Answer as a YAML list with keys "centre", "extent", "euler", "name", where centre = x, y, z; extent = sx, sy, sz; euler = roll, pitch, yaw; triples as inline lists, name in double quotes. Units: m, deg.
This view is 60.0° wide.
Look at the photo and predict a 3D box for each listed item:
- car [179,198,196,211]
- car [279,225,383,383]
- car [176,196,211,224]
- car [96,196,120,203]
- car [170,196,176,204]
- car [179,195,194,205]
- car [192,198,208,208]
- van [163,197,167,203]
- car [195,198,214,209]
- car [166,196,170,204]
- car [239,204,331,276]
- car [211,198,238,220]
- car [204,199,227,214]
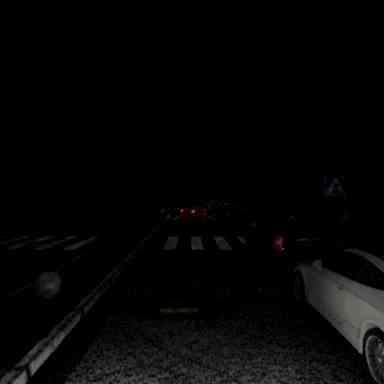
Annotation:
- centre: [-0.662, 1.620, 43.027]
  extent: [1.882, 1.535, 5.008]
  euler: [0, 0, -4]
  name: "car"
- centre: [2.996, 1.523, 5.056]
  extent: [2.002, 1.452, 4.674]
  euler: [0, 0, 0]
  name: "car"
- centre: [0.061, 1.377, 25.311]
  extent: [2.097, 1.767, 4.553]
  euler: [0, 0, -1]
  name: "car"
- centre: [-22.093, 2.168, 88.808]
  extent: [5.566, 2.045, 2.435]
  euler: [0, -2, -15]
  name: "car"
- centre: [-3.484, 2.165, 82.104]
  extent: [2.002, 1.452, 4.674]
  euler: [0, -1, -12]
  name: "car"
- centre: [-1.260, 1.643, 71.292]
  extent: [2.435, 2.045, 5.566]
  euler: [0, -1, -10]
  name: "car"
- centre: [1.210, 1.749, 54.808]
  extent: [2.002, 1.452, 4.674]
  euler: [0, 0, -6]
  name: "car"
- centre: [-6.138, 2.223, 93.002]
  extent: [1.878, 1.987, 4.442]
  euler: [0, -2, -14]
  name: "van"
- centre: [1.794, 1.698, 49.320]
  extent: [2.163, 1.488, 4.792]
  euler: [0, 0, -5]
  name: "car"
- centre: [-4.755, 2.314, 87.497]
  extent: [2.002, 1.452, 4.674]
  euler: [0, -2, -14]
  name: "car"
- centre: [2.996, 1.360, 10.549]
  extent: [2.185, 1.767, 4.553]
  euler: [0, 0, 0]
  name: "car"
- centre: [2.872, 1.587, 32.557]
  extent: [2.002, 1.452, 4.674]
  euler: [0, 0, -1]
  name: "car"
- centre: [2.639, 1.587, 38.101]
  extent: [2.097, 1.535, 5.008]
  euler: [0, 0, -2]
  name: "car"
